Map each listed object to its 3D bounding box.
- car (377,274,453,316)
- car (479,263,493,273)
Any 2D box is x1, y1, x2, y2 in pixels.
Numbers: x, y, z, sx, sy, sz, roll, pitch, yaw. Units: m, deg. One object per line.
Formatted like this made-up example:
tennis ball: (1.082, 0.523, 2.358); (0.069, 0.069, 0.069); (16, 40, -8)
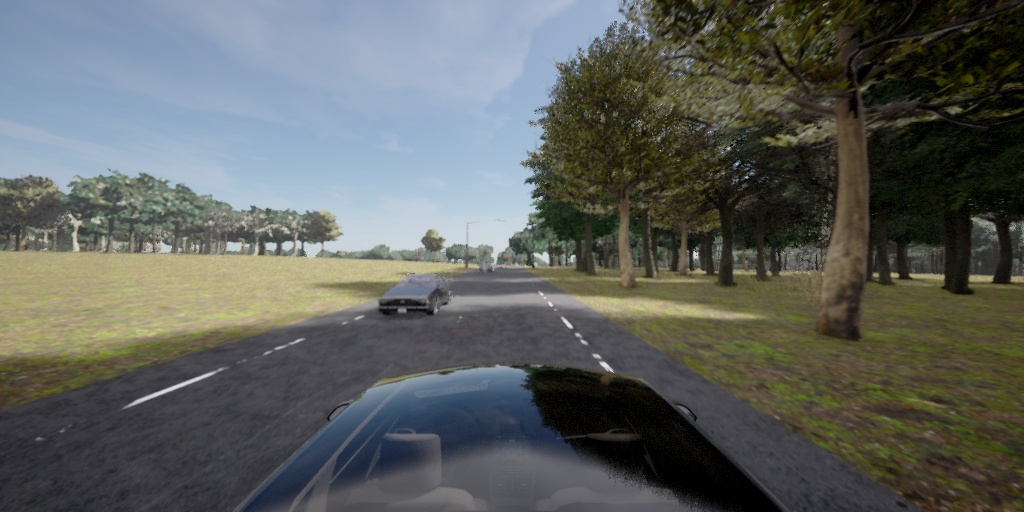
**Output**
car: (-3.626, 1.446, 14.475); (2.033, 1.411, 5.357); (0, -1, 0)
car: (-3.919, 1.743, 53.728); (2.128, 1.511, 4.902); (0, 0, 0)
